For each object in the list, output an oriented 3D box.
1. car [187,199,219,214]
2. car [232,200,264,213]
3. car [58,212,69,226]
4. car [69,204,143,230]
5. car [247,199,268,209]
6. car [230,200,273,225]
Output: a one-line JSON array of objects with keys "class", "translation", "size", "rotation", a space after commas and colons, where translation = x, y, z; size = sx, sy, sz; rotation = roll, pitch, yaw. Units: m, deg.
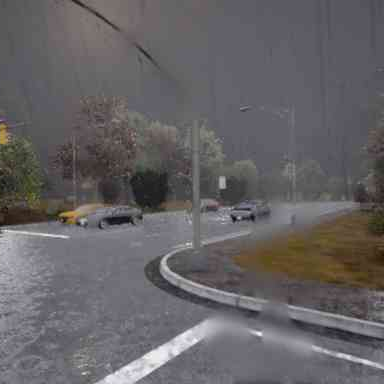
[{"class": "car", "translation": [1.342, 1.596, 39.608], "size": [2.097, 1.767, 4.553], "rotation": [-1, -1, 32]}, {"class": "car", "translation": [7.234, 1.761, 42.385], "size": [2.033, 1.411, 5.357], "rotation": [-1, -1, 32]}, {"class": "car", "translation": [-7.761, 1.695, 25.452], "size": [1.882, 1.535, 5.008], "rotation": [-1, -1, 34]}, {"class": "car", "translation": [-5.427, 1.655, 22.637], "size": [2.128, 1.511, 4.902], "rotation": [-1, 0, 34]}, {"class": "car", "translation": [10.683, 1.936, 54.292], "size": [1.994, 1.385, 4.181], "rotation": [-1, -1, 32]}, {"class": "car", "translation": [4.556, 1.557, 24.910], "size": [2.128, 1.511, 4.902], "rotation": [-1, -1, 33]}]
